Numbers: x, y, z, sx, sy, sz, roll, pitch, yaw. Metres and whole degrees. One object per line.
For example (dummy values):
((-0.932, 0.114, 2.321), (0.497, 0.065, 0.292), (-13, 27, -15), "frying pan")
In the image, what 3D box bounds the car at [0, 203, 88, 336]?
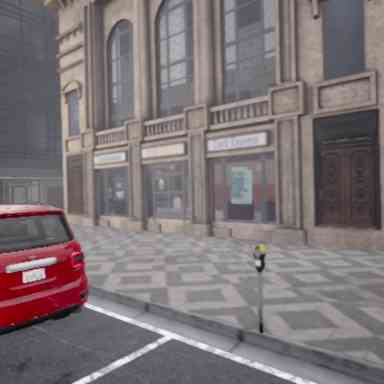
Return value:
((-4.209, 1.251, 6.188), (5.566, 2.045, 2.150), (-1, 1, 39), "car")
